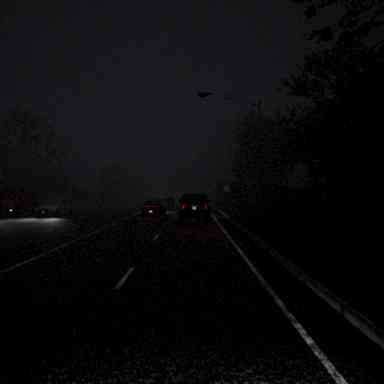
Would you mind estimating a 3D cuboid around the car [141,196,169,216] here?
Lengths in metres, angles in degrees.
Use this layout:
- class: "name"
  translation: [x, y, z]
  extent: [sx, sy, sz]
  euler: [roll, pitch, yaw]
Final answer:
- class: "car"
  translation: [-3.376, 1.335, 29.863]
  extent: [1.837, 1.490, 4.892]
  euler: [0, 1, 1]

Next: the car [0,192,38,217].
- class: "car"
  translation: [-15.435, 1.038, 29.240]
  extent: [2.150, 2.045, 5.566]
  euler: [0, 0, 0]

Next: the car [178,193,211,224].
- class: "car"
  translation: [0.167, 1.093, 23.785]
  extent: [2.150, 2.045, 5.566]
  euler: [0, 0, 0]

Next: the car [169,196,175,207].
- class: "car"
  translation: [-3.330, 1.222, 45.017]
  extent: [2.128, 1.511, 4.902]
  euler: [0, 0, 1]

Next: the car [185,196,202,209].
- class: "car"
  translation: [0.202, 1.295, 42.634]
  extent: [2.033, 1.411, 5.357]
  euler: [0, 0, 0]

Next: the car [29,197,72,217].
- class: "car"
  translation: [-11.940, 1.358, 29.013]
  extent: [1.812, 1.442, 4.674]
  euler: [0, 0, 0]
